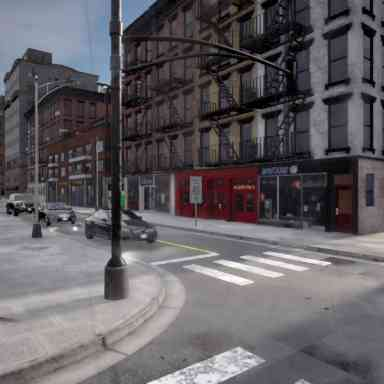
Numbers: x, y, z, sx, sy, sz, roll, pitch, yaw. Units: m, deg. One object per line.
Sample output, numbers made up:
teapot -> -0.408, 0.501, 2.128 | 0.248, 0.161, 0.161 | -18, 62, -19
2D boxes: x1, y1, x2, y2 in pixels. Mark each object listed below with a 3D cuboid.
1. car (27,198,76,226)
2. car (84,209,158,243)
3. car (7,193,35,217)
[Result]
car -> -9.676, 1.457, 23.342 | 2.128, 1.511, 4.902 | 0, 0, -38
car -> -3.408, 1.508, 15.225 | 1.812, 1.442, 4.674 | 0, 0, -39
car -> -16.029, 1.168, 31.607 | 2.150, 2.045, 5.566 | 0, 0, -37
